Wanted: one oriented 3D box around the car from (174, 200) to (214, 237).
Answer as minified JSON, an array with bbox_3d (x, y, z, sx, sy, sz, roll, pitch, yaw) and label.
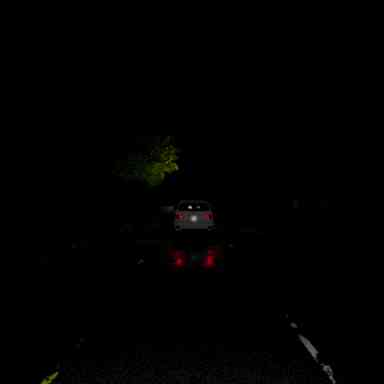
[{"bbox_3d":[0.104,1.455,19.698,2.150,2.045,5.566,0,-1,0],"label":"car"}]
